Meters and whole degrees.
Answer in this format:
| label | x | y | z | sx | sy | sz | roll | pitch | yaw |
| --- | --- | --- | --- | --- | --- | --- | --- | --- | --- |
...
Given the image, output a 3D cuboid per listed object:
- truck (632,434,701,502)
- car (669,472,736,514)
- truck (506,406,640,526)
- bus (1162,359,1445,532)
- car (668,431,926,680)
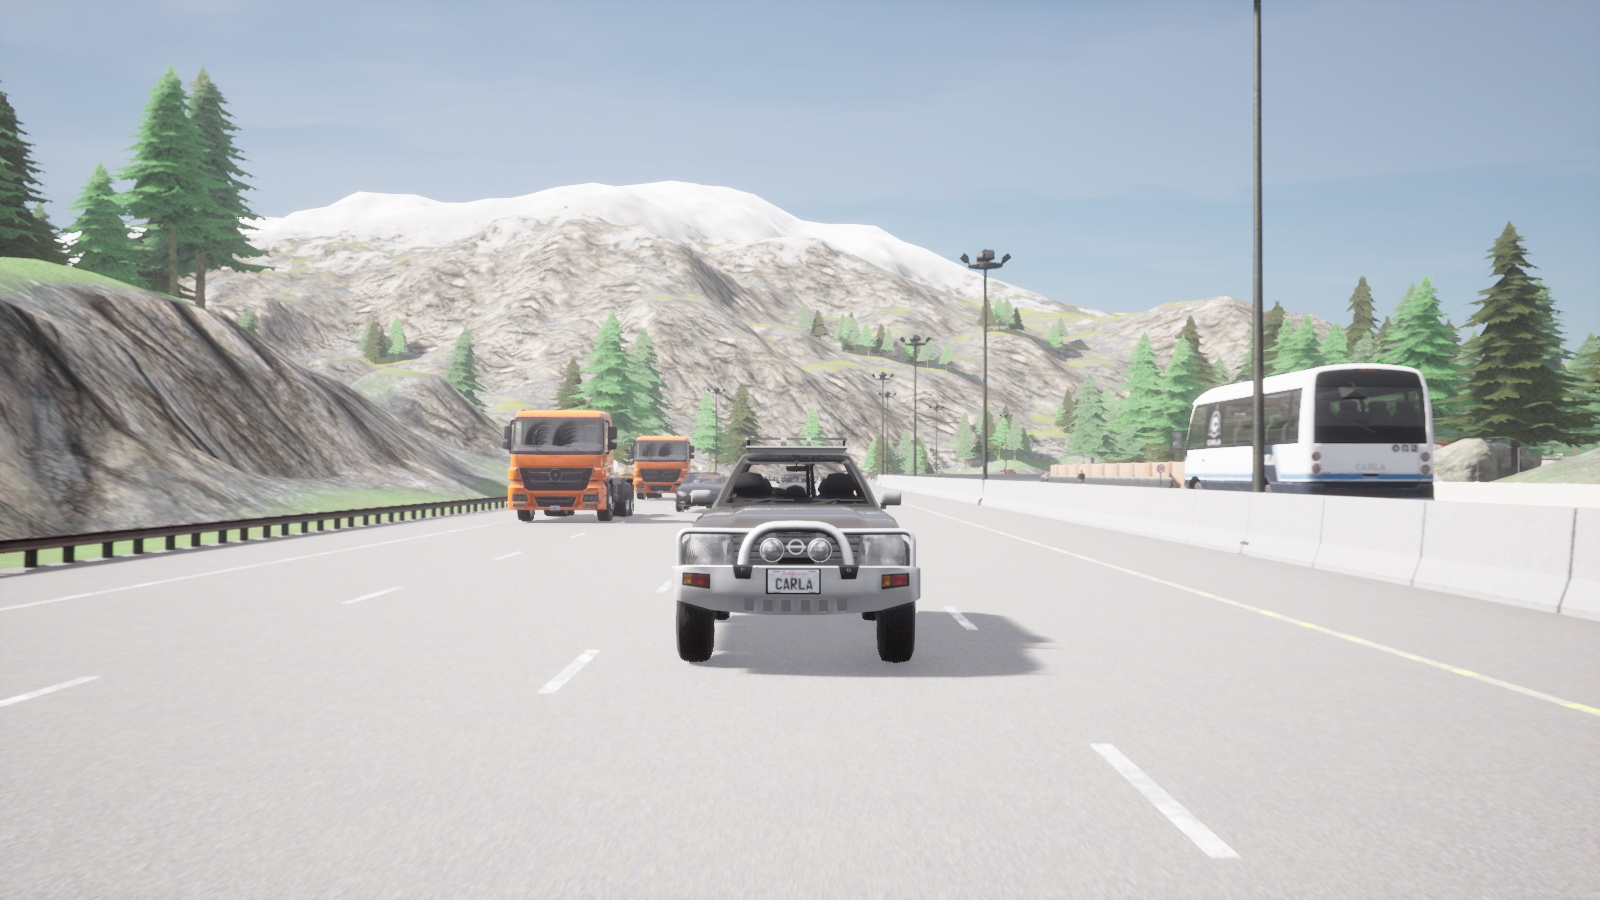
| label | x | y | z | sx | sy | sz | roll | pitch | yaw |
| --- | --- | --- | --- | --- | --- | --- | --- | --- | --- |
| truck | -7.170 | 1.007 | 68.414 | 2.891 | 3.462 | 7.936 | 0 | -1 | 0 |
| car | -3.615 | 1.578 | 47.390 | 2.128 | 1.511 | 4.902 | 0 | -1 | 0 |
| truck | -7.102 | 0.537 | 40.387 | 2.891 | 3.462 | 7.936 | 0 | -1 | 0 |
| bus | 13.907 | -0.013 | 36.126 | 3.944 | 4.253 | 10.273 | 0 | -1 | 0 |
| car | -0.029 | 0.828 | 11.717 | 1.932 | 1.855 | 4.605 | 0 | -1 | 0 |
